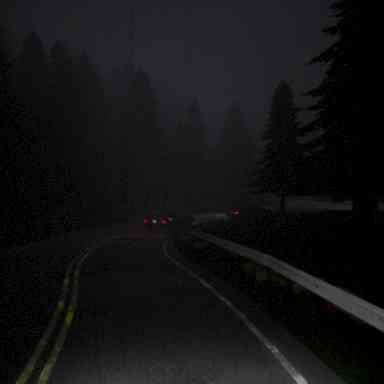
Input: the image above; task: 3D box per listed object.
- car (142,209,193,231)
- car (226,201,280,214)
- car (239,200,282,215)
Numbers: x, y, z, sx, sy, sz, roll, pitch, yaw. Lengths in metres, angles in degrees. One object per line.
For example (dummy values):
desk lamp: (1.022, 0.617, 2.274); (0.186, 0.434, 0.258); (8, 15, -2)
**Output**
car: (-1.497, 1.893, 22.832); (2.033, 1.411, 5.357); (1, 0, 19)
car: (5.765, 1.903, 32.258); (5.357, 1.411, 2.033); (-1, 3, -35)
car: (7.758, 1.707, 37.580); (4.718, 1.301, 1.895); (-1, 4, -32)
